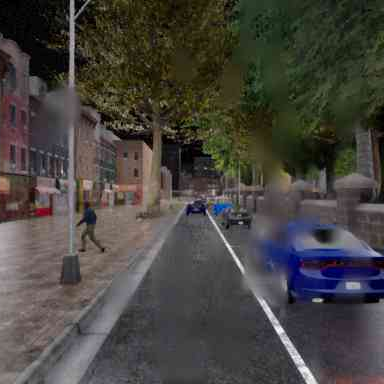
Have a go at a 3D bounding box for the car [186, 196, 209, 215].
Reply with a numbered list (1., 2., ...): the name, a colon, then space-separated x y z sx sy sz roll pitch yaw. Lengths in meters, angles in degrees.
1. car: 0.426 1.512 33.806 1.882 1.535 5.008 0 0 1

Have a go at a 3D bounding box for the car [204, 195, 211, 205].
1. car: 3.181 1.605 54.355 1.752 1.417 4.829 1 0 1

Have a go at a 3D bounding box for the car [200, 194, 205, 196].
1. car: 3.342 1.446 70.532 2.192 1.841 5.009 1 0 1

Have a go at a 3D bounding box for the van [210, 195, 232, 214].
1. van: 2.967 1.373 32.388 1.690 1.788 3.998 1 0 1

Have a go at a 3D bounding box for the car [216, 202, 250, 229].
1. car: 2.858 1.566 21.489 2.008 1.369 4.403 1 0 1

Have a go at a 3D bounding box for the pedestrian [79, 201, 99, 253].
1. pedestrian: -3.512 1.148 11.340 0.375 1.860 0.375 1 -1 1

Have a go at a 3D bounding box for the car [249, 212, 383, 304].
1. car: 2.831 1.481 8.262 1.882 1.535 5.008 0 0 1
